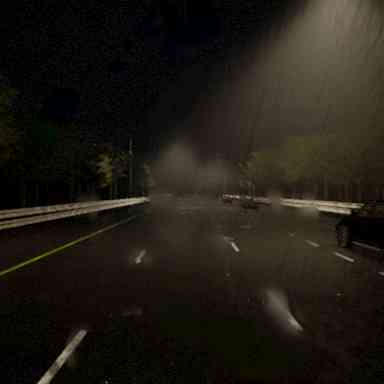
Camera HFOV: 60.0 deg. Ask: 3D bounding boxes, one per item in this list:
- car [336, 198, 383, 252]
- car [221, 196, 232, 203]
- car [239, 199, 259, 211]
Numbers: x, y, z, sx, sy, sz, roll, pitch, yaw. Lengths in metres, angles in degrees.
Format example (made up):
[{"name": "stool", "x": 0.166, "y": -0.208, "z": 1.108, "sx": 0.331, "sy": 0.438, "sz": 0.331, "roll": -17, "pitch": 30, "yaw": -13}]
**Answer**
[{"name": "car", "x": 7.002, "y": 1.223, "z": 11.378, "sx": 2.150, "sy": 2.045, "sz": 5.566, "roll": 0, "pitch": 0, "yaw": 0}, {"name": "car", "x": 7.133, "y": 1.596, "z": 68.791, "sx": 2.033, "sy": 1.411, "sz": 5.357, "roll": 0, "pitch": 0, "yaw": 0}, {"name": "car", "x": 7.031, "y": 1.569, "z": 41.677, "sx": 2.033, "sy": 1.411, "sz": 5.357, "roll": 0, "pitch": 0, "yaw": 0}]
